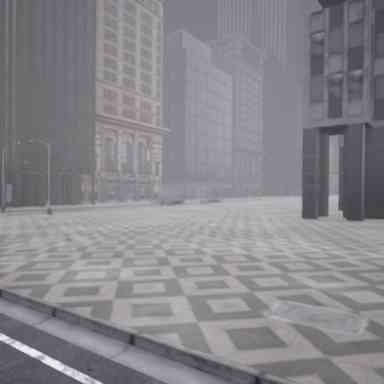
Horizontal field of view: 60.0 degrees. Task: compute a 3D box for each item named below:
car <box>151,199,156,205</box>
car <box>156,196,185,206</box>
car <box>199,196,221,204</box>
[{"bbox_3d":[-5.044,1.479,57.103,2.128,1.511,4.902,1,1,36],"label":"car"},{"bbox_3d":[-3.081,1.518,54.530,2.128,1.511,4.902,1,1,36],"label":"car"},{"bbox_3d":[3.461,1.526,63.891,2.033,1.411,5.357,1,1,35],"label":"car"}]
